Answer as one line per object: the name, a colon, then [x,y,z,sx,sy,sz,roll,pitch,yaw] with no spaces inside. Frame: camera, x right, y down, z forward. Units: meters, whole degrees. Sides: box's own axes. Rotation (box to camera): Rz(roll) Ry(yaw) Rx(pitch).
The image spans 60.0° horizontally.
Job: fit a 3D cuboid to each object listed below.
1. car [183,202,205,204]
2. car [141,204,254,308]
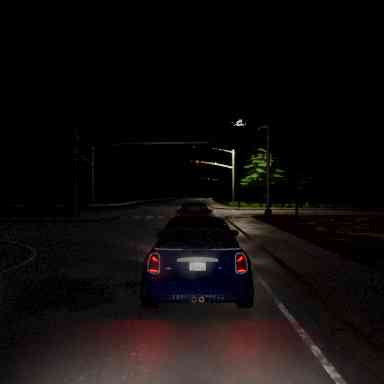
car: [0.106,1.338,18.181,2.097,1.767,4.553,0,0,0]
car: [0.101,1.347,8.060,2.097,1.767,4.553,0,0,0]
